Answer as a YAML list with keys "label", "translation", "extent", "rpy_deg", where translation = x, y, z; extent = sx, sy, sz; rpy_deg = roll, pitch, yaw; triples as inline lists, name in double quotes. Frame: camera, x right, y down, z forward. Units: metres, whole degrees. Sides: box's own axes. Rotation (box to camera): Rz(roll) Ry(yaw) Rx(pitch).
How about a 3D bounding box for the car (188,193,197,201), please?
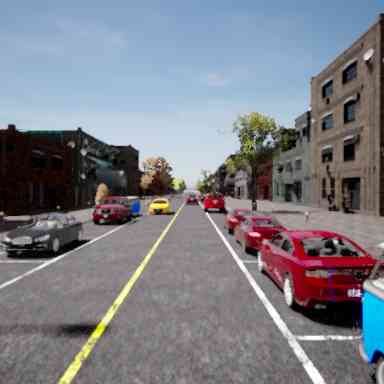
- label: "car"
  translation: [0.022, 1.079, 78.366]
  extent: [2.097, 1.767, 4.553]
  rpy_deg: [0, 0, 0]

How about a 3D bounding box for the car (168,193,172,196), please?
- label: "car"
  translation: [-5.673, 1.460, 68.757]
  extent: [1.802, 1.307, 4.206]
  rpy_deg: [-1, 0, 0]

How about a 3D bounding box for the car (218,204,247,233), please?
- label: "car"
  translation: [2.693, 1.549, 18.822]
  extent: [1.802, 1.307, 4.206]
  rpy_deg: [-1, 0, 0]

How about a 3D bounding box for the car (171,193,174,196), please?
- label: "car"
  translation: [-5.672, 1.418, 74.306]
  extent: [2.008, 1.369, 4.403]
  rpy_deg: [-1, 0, 0]

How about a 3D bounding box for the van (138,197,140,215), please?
- label: "van"
  translation: [-5.687, 1.289, 29.919]
  extent: [1.690, 1.788, 3.998]
  rpy_deg: [-1, 0, 0]

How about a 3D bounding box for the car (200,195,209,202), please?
- label: "car"
  translation: [2.710, 1.392, 74.475]
  extent: [1.752, 1.417, 4.829]
  rpy_deg: [-1, 0, 0]

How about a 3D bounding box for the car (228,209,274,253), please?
- label: "car"
  translation: [2.691, 1.559, 13.274]
  extent: [1.802, 1.307, 4.206]
  rpy_deg: [-1, 0, 0]

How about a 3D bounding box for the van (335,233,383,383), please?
- label: "van"
  translation: [2.685, 1.337, 2.177]
  extent: [1.690, 1.788, 3.998]
  rpy_deg: [-1, 0, 0]

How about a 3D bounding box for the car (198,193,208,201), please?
- label: "car"
  translation: [2.708, 1.172, 79.854]
  extent: [2.192, 1.841, 5.009]
  rpy_deg: [-1, 0, 0]

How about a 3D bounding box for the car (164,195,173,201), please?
- label: "car"
  translation: [-5.670, 1.439, 79.855]
  extent: [1.802, 1.307, 4.206]
  rpy_deg: [-1, 0, 0]

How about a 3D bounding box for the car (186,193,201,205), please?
- label: "car"
  translation: [0.015, 1.252, 56.335]
  extent: [2.097, 1.767, 4.553]
  rpy_deg: [0, 0, 0]

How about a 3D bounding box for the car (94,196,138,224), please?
- label: "car"
  translation: [-5.688, 1.273, 24.371]
  extent: [2.192, 1.841, 5.009]
  rpy_deg: [-1, 0, 0]

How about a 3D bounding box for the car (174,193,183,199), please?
- label: "car"
  translation: [-2.980, 0.947, 74.492]
  extent: [2.097, 1.767, 4.553]
  rpy_deg: [0, 0, 0]

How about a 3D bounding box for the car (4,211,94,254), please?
- label: "car"
  translation: [-5.689, 1.528, 13.274]
  extent: [2.008, 1.369, 4.403]
  rpy_deg: [-1, 0, 0]

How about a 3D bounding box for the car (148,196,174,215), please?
- label: "car"
  translation: [-3.083, 1.420, 32.895]
  extent: [1.882, 1.535, 5.008]
  rpy_deg: [0, 0, 0]

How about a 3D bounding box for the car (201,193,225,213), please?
- label: "car"
  translation: [2.404, 1.164, 36.776]
  extent: [2.150, 2.045, 5.566]
  rpy_deg: [0, 0, 0]

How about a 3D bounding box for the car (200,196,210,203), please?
- label: "car"
  translation: [2.707, 1.443, 68.757]
  extent: [1.947, 1.339, 4.313]
  rpy_deg: [-1, 0, 0]

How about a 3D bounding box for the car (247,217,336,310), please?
- label: "car"
  translation: [2.689, 1.531, 7.725]
  extent: [1.887, 1.381, 4.507]
  rpy_deg: [-1, 0, 0]
